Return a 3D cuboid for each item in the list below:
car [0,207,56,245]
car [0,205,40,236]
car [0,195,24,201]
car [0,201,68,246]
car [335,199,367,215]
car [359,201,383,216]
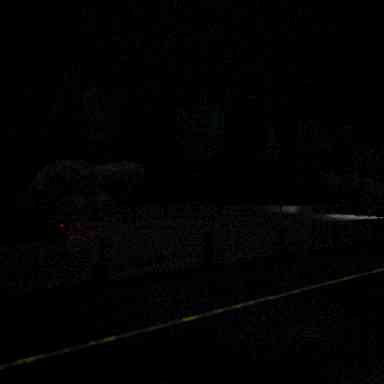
[{"bbox_3d":[-8.903,1.502,14.836,4.902,1.511,2.128,1,0,-35],"label":"car"},{"bbox_3d":[-10.967,1.501,17.663,4.902,1.511,2.128,1,0,-35],"label":"car"},{"bbox_3d":[-13.123,1.229,20.424,5.566,2.045,2.150,1,0,-35],"label":"car"},{"bbox_3d":[-6.968,1.361,11.917,4.553,1.767,2.097,1,0,-35],"label":"car"},{"bbox_3d":[21.921,2.004,45.334,5.566,2.045,2.150,2,-1,-35],"label":"car"},{"bbox_3d":[23.935,2.273,42.472,4.902,1.511,2.128,2,-1,-35],"label":"car"}]
